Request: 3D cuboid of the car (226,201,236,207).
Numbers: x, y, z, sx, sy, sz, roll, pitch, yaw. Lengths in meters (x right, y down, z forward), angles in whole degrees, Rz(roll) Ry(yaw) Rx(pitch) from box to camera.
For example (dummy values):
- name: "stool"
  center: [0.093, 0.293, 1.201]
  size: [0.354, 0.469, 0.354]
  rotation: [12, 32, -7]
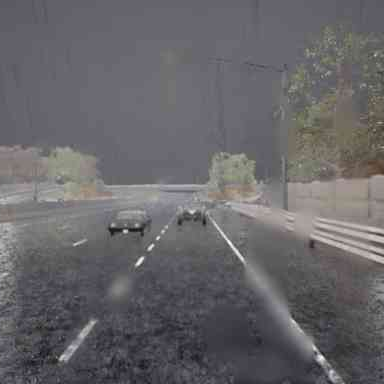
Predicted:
- name: "car"
  center: [9.245, 2.722, 73.905]
  size: [1.895, 1.301, 4.718]
  rotation: [0, -2, 27]

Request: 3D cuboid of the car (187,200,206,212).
- name: "car"
  center: [0.643, 1.836, 44.278]
  size: [2.128, 1.511, 4.902]
  rotation: [0, 0, 6]

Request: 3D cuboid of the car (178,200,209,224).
- name: "car"
  center: [0.005, 1.557, 26.694]
  size: [2.097, 1.767, 4.553]
  rotation: [0, 0, 0]

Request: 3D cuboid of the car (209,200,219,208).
- name: "car"
  center: [3.412, 2.137, 58.342]
  size: [1.812, 1.442, 4.674]
  rotation: [1, -3, 16]

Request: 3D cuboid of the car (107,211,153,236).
- name: "car"
  center: [-3.399, 1.748, 19.250]
  size: [1.895, 1.301, 4.718]
  rotation: [0, 0, 0]
